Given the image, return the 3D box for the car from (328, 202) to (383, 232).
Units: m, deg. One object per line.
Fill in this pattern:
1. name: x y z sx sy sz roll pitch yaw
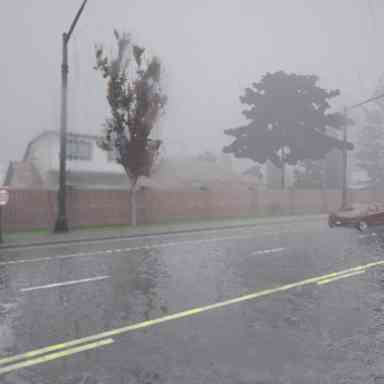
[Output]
1. car: 10.095 1.394 19.782 5.008 1.535 1.882 0 0 -35
